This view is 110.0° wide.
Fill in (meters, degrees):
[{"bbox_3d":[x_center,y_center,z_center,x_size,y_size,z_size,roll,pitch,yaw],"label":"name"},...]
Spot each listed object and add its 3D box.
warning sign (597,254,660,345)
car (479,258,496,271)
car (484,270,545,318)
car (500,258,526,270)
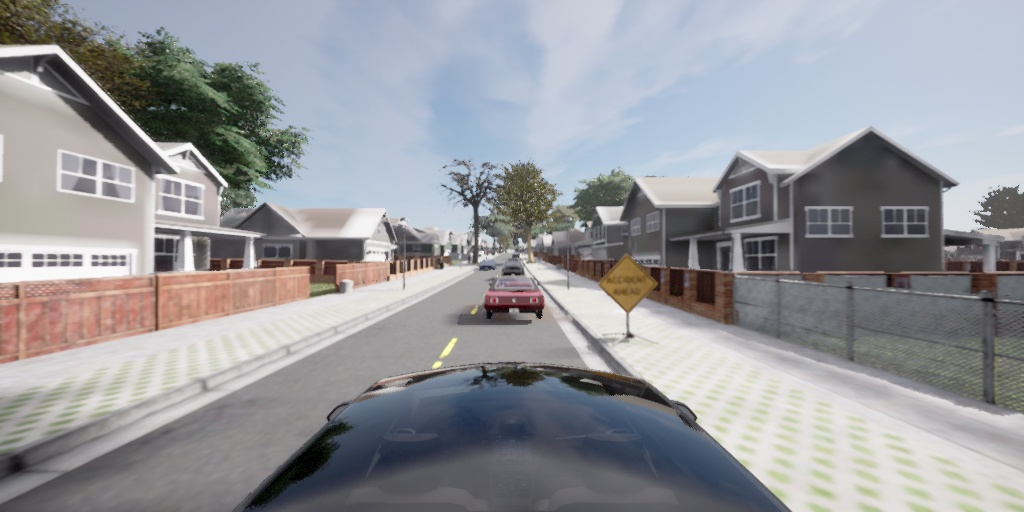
[{"bbox_3d":[2.516,0.882,7.763,1.300,1.860,1.060,0,0,0],"label":"warning sign"},{"bbox_3d":[-2.857,0.983,43.176,2.033,1.411,5.357,0,1,0],"label":"car"},{"bbox_3d":[0.078,1.368,13.069,1.895,1.301,4.718,0,0,0],"label":"car"},{"bbox_3d":[0.080,1.162,30.043,1.837,1.490,4.892,0,1,0],"label":"car"}]
